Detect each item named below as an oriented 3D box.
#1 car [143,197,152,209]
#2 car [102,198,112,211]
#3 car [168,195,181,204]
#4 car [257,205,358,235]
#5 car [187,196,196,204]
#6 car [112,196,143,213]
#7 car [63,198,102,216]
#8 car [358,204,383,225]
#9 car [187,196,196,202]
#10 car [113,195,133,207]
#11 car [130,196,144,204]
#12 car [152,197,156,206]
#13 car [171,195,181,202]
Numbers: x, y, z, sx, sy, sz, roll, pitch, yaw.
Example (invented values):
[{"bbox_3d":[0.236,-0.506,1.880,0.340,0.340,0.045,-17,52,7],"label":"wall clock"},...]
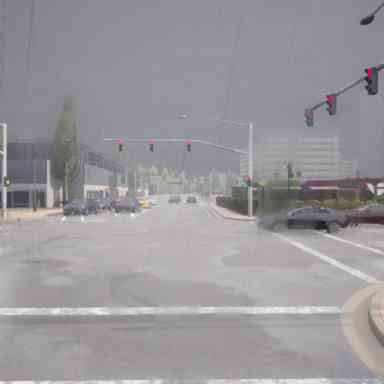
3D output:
[{"bbox_3d":[-7.139,1.477,46.306,1.882,1.535,5.008,0,0,0],"label":"car"},{"bbox_3d":[-10.643,1.491,41.489,2.128,1.511,4.902,0,0,0],"label":"car"},{"bbox_3d":[-3.575,1.547,64.648,2.033,1.411,5.357,0,0,0],"label":"car"},{"bbox_3d":[6.066,1.492,18.358,4.902,1.511,2.128,0,0,-1],"label":"car"},{"bbox_3d":[-0.075,1.491,64.652,2.128,1.511,4.902,0,0,0],"label":"car"},{"bbox_3d":[-7.130,1.352,37.184,2.097,1.767,4.553,0,0,0],"label":"car"},{"bbox_3d":[-10.714,1.352,32.341,2.097,1.767,4.553,0,0,2],"label":"car"},{"bbox_3d":[11.780,1.526,21.998,4.674,1.442,1.812,0,0,1],"label":"car"},{"bbox_3d":[-0.088,1.468,74.958,1.895,1.301,4.718,0,0,0],"label":"car"},{"bbox_3d":[-10.647,1.352,51.496,2.097,1.767,4.553,0,0,0],"label":"car"},{"bbox_3d":[-10.612,1.503,64.703,1.837,1.490,4.892,0,0,0],"label":"car"},{"bbox_3d":[-7.137,1.526,56.260,1.812,1.442,4.674,0,0,0],"label":"car"},{"bbox_3d":[-3.587,1.425,74.922,1.994,1.385,4.181,0,0,0],"label":"car"}]
